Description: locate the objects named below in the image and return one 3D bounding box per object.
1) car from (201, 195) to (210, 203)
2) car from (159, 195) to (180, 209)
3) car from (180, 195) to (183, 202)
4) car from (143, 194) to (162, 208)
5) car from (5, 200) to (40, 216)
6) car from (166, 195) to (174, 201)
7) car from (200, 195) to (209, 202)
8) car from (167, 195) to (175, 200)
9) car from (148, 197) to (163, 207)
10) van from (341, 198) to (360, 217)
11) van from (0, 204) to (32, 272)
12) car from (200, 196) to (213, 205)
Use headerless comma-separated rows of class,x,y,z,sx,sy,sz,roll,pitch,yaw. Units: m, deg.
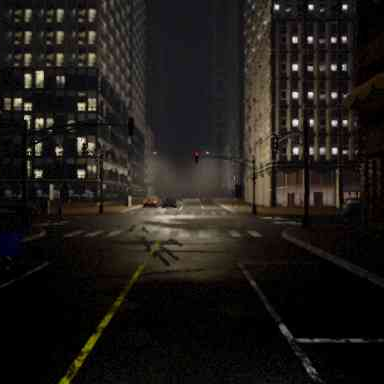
car,2.730,1.456,68.736,1.752,1.417,4.829,1,0,0
car,-2.981,1.523,44.690,1.812,1.442,4.674,0,1,0
car,-2.974,1.320,70.276,2.128,1.511,4.902,0,0,0
car,-5.657,1.394,46.201,1.967,1.590,4.097,1,0,0
car,-16.480,1.468,30.785,4.097,1.590,1.967,0,-1,0
car,-5.645,1.460,85.227,1.887,1.381,4.507,1,0,0
car,2.730,1.491,74.143,1.947,1.339,4.313,1,0,0
car,-5.643,1.461,90.802,2.008,1.369,4.403,1,0,0
car,-5.658,1.530,51.777,1.802,1.307,4.206,1,0,0
van,15.994,1.421,30.702,3.998,1.788,1.690,0,-1,0
van,-5.806,1.334,8.135,1.690,1.788,3.998,1,0,0
car,2.724,1.524,57.410,1.802,1.307,4.206,1,0,0
